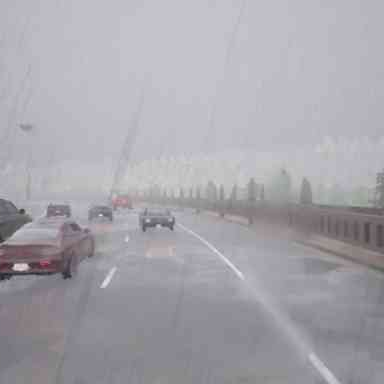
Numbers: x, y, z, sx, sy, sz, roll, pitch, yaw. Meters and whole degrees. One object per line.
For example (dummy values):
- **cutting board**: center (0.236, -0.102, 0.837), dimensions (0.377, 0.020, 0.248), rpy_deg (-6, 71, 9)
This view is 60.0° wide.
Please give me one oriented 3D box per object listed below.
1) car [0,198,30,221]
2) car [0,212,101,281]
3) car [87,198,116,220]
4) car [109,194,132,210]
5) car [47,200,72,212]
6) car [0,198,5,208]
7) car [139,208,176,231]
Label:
- **car**: center (-7.951, 1.249, 12.726), dimensions (2.150, 2.045, 5.566), rpy_deg (0, 0, -8)
- **car**: center (-4.125, 1.539, 9.860), dimensions (1.812, 1.442, 4.674), rpy_deg (0, 0, -6)
- **car**: center (-7.628, 1.528, 27.797), dimensions (1.837, 1.490, 4.892), rpy_deg (0, 0, -15)
- **car**: center (-9.157, 1.246, 42.336), dimensions (2.150, 2.045, 5.566), rpy_deg (0, 0, -24)
- **car**: center (-12.180, 1.517, 30.694), dimensions (1.882, 1.535, 5.008), rpy_deg (0, 0, -18)
- **car**: center (-30.220, 1.665, 51.464), dimensions (1.994, 1.385, 4.181), rpy_deg (0, 0, -33)
- **car**: center (-2.274, 1.605, 20.637), dimensions (1.895, 1.301, 4.718), rpy_deg (0, 0, -12)
